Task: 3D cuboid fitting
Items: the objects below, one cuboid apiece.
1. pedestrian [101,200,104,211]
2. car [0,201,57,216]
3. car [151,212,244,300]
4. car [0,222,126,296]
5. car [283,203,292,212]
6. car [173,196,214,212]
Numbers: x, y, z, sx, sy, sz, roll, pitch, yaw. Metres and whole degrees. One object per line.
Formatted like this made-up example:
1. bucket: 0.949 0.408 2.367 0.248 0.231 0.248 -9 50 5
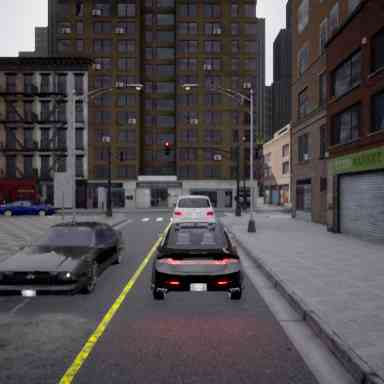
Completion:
1. pedestrian: -10.167 1.494 37.899 0.375 1.300 0.375 0 0 -1
2. car: -15.481 1.574 31.589 5.008 1.535 1.882 0 0 -2
3. car: 0.098 1.490 8.376 2.128 1.511 4.902 0 0 0
4. car: -3.114 1.545 9.007 2.033 1.411 5.357 0 0 0
5. car: 12.055 1.392 35.140 4.674 1.442 1.812 -1 0 -1
6. car: 0.095 1.213 18.831 2.150 2.045 5.566 0 0 0
